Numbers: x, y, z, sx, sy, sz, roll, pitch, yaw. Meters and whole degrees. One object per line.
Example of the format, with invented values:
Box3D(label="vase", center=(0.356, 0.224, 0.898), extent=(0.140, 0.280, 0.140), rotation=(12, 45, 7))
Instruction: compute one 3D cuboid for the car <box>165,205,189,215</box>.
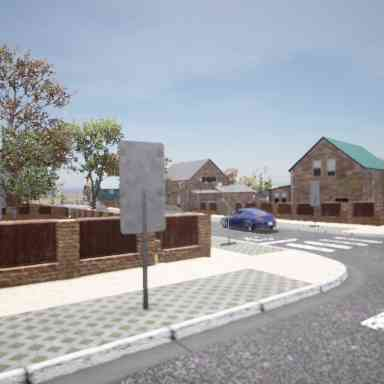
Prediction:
Box3D(label="car", center=(-1.853, 1.840, 26.820), extent=(2.097, 1.767, 4.553), rotation=(-1, -1, -30))

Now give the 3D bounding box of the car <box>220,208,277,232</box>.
Box3D(label="car", center=(3.738, 1.838, 22.507), extent=(1.812, 1.442, 4.674), rotation=(-2, 0, -28))

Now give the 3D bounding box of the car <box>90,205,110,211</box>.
Box3D(label="car", center=(-12.471, 2.473, 44.971), extent=(1.994, 1.385, 4.181), rotation=(-1, -1, -30))
